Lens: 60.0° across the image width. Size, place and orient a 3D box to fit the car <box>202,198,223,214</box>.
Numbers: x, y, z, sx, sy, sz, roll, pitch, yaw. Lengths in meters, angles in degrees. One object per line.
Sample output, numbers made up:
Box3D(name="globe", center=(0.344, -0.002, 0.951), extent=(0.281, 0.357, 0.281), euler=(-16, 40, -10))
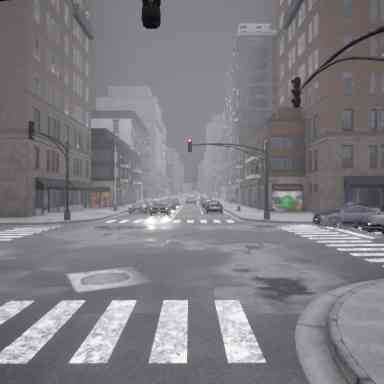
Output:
Box3D(name="car", center=(2.365, 1.606, 36.178), extent=(1.947, 1.339, 4.313), euler=(0, 0, 0))

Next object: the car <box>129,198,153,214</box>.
Box3D(name="car", center=(-5.660, 1.480, 36.195), extent=(1.967, 1.590, 4.097), euler=(0, 0, 0))

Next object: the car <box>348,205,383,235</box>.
Box3D(name="car", center=(11.466, 1.500, 17.431), extent=(5.357, 1.411, 2.033), euler=(0, 0, 0))

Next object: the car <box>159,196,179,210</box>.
Box3D(name="car", center=(-3.104, 1.617, 43.536), extent=(1.994, 1.385, 4.181), euler=(0, 0, 1))

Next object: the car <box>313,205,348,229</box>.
Box3D(name="car", center=(9.826, 1.530, 20.778), extent=(4.181, 1.385, 1.994), euler=(0, 0, 3))

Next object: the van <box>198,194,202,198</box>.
Box3D(name="van", center=(2.409, 1.424, 58.222), extent=(1.690, 1.788, 3.998), euler=(0, 0, 0))

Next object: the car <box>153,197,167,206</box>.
Box3D(name="car", center=(-5.616, 1.634, 58.238), extent=(2.008, 1.369, 4.403), euler=(0, 0, 0))

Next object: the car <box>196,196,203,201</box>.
Box3D(name="car", center=(2.063, 1.698, 90.147), extent=(1.812, 1.442, 4.674), euler=(0, 0, 0))

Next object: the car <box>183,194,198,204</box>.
Box3D(name="car", center=(-0.217, 1.661, 63.746), extent=(1.994, 1.385, 4.181), euler=(0, 0, 0))

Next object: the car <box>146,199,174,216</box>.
Box3D(name="car", center=(-3.128, 1.637, 33.558), extent=(1.895, 1.301, 4.718), euler=(0, 0, 0))

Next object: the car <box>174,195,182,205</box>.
Box3D(name="car", center=(-3.073, 1.640, 54.975), extent=(1.994, 1.385, 4.181), euler=(0, 0, 0))

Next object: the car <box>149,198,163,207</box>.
Box3D(name="car", center=(-5.627, 1.653, 52.727), extent=(1.802, 1.307, 4.206), euler=(0, 0, 0))

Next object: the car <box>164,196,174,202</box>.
Box3D(name="car", center=(-5.572, 1.694, 80.281), extent=(2.008, 1.369, 4.403), euler=(0, 0, 0))

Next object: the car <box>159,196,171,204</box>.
Box3D(name="car", center=(-5.594, 1.552, 69.260), extent=(1.967, 1.590, 4.097), euler=(0, 0, 0))

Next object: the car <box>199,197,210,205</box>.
Box3D(name="car", center=(2.420, 1.647, 63.733), extent=(2.008, 1.369, 4.403), euler=(0, 0, 0))

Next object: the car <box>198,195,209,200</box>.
Box3D(name="car", center=(2.398, 1.637, 52.711), extent=(1.947, 1.339, 4.313), euler=(0, 0, 0))

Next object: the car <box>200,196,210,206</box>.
Box3D(name="car", center=(2.387, 1.641, 47.201), extent=(1.802, 1.307, 4.206), euler=(0, 0, 0))
